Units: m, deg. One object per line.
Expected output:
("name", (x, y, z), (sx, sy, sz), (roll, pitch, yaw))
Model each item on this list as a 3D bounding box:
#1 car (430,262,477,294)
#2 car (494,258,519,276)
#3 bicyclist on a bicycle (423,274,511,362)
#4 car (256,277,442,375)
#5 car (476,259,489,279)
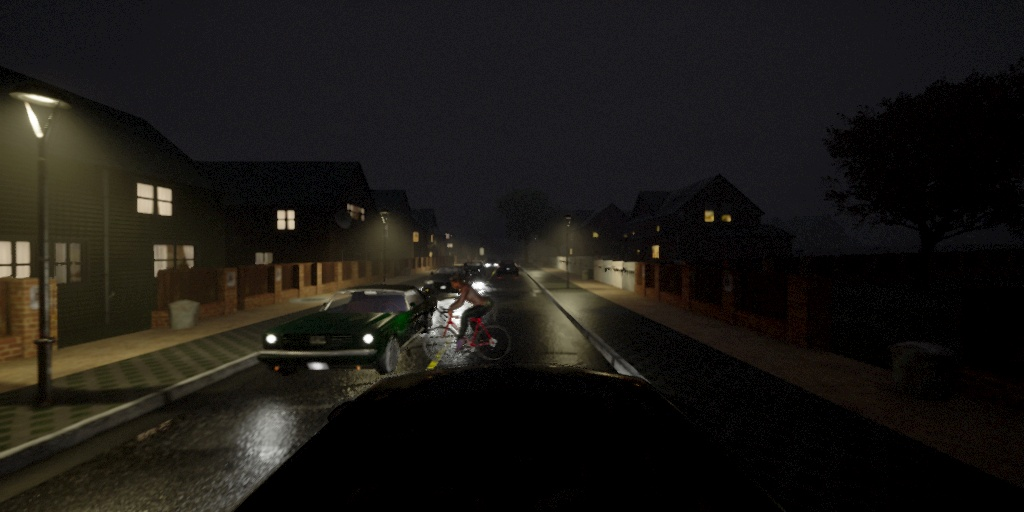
("car", (-3.057, 1.190, 17.855), (1.994, 1.385, 4.181), (0, 0, -1))
("car", (-0.362, 1.061, 32.717), (1.994, 1.385, 4.181), (0, 1, -1))
("bicyclist on a bicycle", (-0.844, 1.158, 6.623), (1.656, 1.620, 0.582), (-2, 0, -1))
("car", (-2.913, 1.308, 7.516), (1.895, 1.301, 4.718), (0, 0, -1))
("car", (-3.187, 1.133, 28.943), (1.895, 1.301, 4.718), (0, 1, 0))
